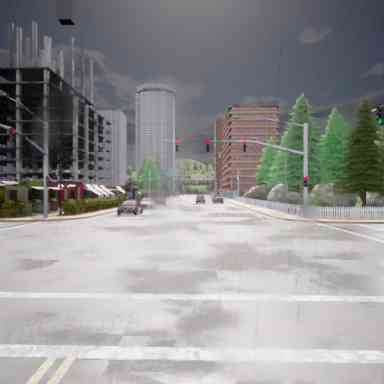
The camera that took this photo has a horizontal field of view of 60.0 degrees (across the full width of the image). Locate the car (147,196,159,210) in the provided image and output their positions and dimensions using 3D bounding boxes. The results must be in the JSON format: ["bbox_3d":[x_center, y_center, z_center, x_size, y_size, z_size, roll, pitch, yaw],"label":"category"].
[{"bbox_3d":[-5.922,1.526,43.984,1.812,1.442,4.674,0,0,2],"label":"car"}]

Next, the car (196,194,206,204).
[{"bbox_3d":[1.697,1.601,65.523,1.895,1.301,4.718,0,0,1],"label":"car"}]

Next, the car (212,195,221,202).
[{"bbox_3d":[5.418,1.422,74.654,1.895,1.301,4.718,0,0,1],"label":"car"}]

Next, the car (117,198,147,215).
[{"bbox_3d":[-6.189,1.526,33.709,1.812,1.442,4.674,0,0,2],"label":"car"}]

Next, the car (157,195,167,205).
[{"bbox_3d":[-5.590,1.351,57.157,2.097,1.767,4.553,0,0,1],"label":"car"}]

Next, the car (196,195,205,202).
[{"bbox_3d":[1.918,1.326,74.708,1.837,1.490,4.892,0,0,1],"label":"car"}]

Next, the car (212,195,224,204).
[{"bbox_3d":[5.203,1.526,65.757,1.812,1.442,4.674,0,0,1],"label":"car"}]
